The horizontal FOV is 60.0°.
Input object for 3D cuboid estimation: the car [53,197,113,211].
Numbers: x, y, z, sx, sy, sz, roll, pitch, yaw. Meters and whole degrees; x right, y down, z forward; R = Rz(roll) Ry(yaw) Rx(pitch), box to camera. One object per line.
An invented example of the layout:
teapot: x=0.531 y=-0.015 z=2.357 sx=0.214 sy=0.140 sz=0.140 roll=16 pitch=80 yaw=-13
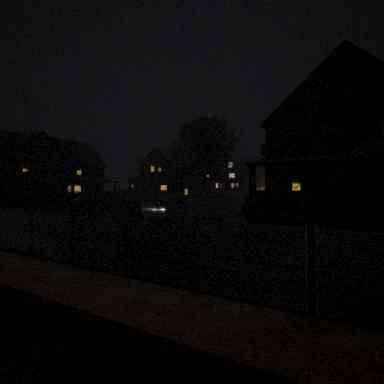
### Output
car: x=-8.454 y=1.092 z=25.822 sx=2.033 sy=1.411 sz=5.357 roll=1 pitch=2 yaw=35

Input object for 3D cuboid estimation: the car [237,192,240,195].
car: x=4.707 y=0.520 z=44.208 sx=1.837 sy=1.490 sz=4.892 roll=1 pitch=2 yaw=36

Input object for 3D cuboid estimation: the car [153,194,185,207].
car: x=-2.117 y=0.853 z=34.684 sx=1.994 sy=1.385 sz=4.181 roll=1 pitch=2 yaw=36

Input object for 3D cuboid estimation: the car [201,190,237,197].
car: x=2.682 y=0.740 z=36.351 sx=1.837 sy=1.490 sz=4.892 roll=1 pitch=2 yaw=35
